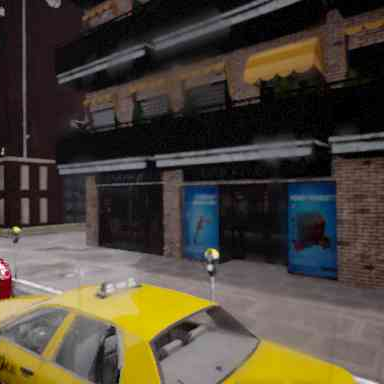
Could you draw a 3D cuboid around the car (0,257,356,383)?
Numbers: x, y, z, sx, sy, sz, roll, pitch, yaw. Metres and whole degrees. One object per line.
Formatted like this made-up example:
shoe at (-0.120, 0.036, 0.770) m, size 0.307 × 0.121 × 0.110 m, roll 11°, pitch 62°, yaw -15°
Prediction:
car at (-0.934, 1.533, 3.391) m, size 4.829 × 1.417 × 1.752 m, roll 0°, pitch -1°, yaw 35°
